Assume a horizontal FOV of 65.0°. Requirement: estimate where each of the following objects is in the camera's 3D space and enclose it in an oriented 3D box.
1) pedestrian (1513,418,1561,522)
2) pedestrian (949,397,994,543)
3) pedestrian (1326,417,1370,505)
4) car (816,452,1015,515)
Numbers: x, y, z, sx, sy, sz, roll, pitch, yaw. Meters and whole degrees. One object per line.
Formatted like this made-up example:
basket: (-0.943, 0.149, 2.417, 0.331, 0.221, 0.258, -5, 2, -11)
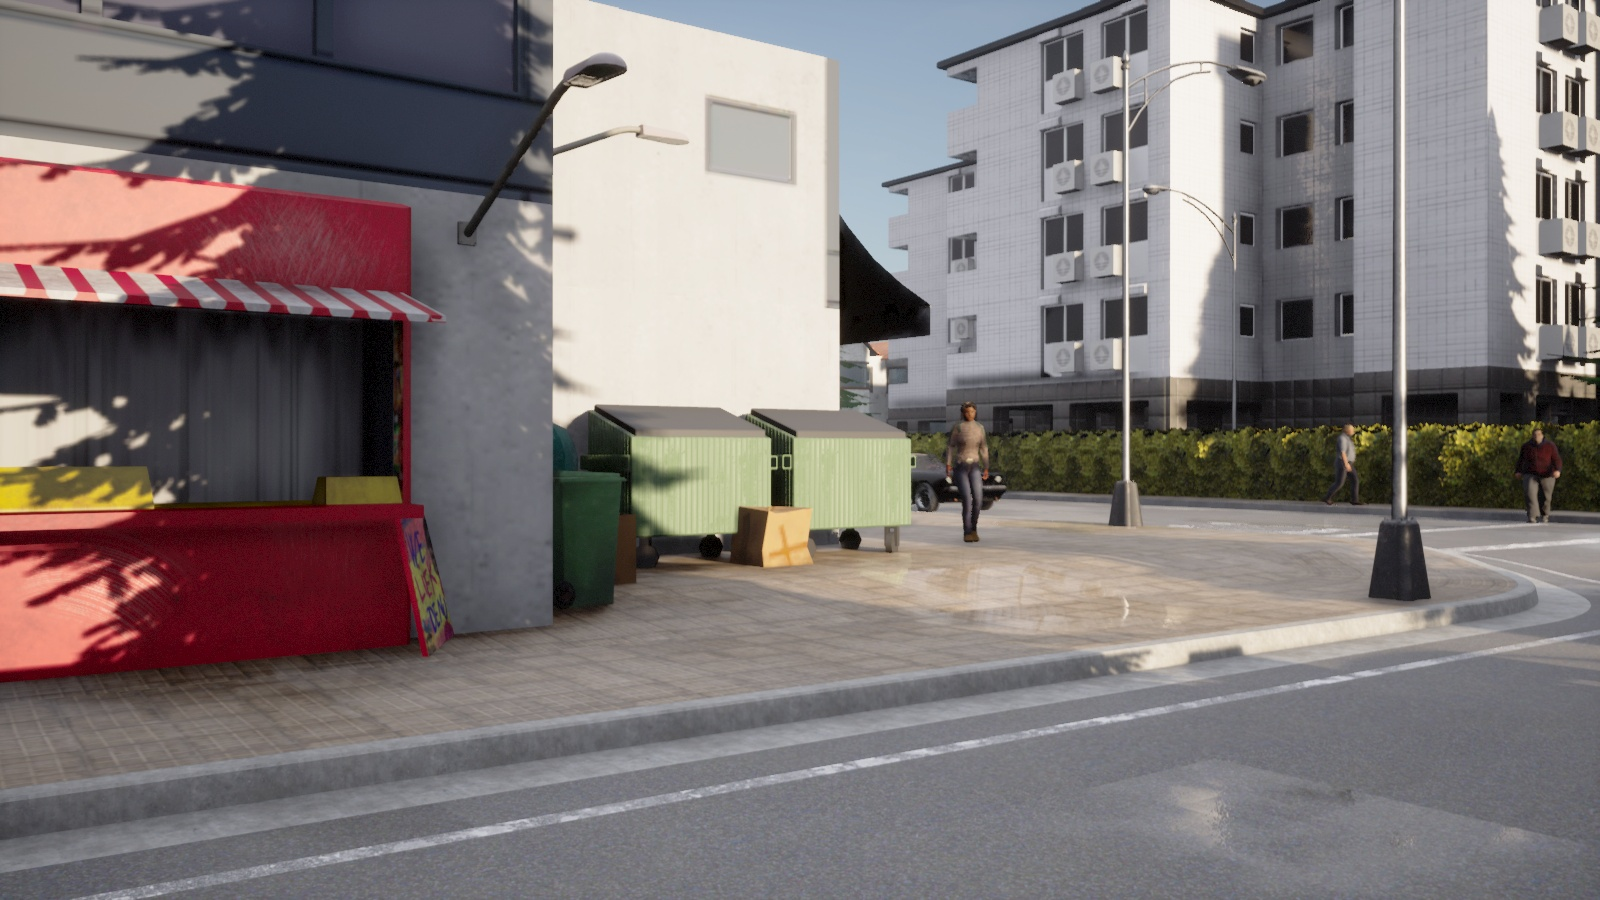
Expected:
pedestrian: (13.477, 0.359, 22.947, 0.634, 1.844, 0.899, 0, 0, 38)
pedestrian: (2.172, 0.246, 15.999, 0.328, 1.805, 0.869, 0, 0, -9)
pedestrian: (11.794, 0.231, 27.015, 0.540, 1.848, 0.694, 0, 0, -42)
car: (2.536, 0.708, 28.735, 1.895, 1.301, 4.718, 0, 0, -36)
